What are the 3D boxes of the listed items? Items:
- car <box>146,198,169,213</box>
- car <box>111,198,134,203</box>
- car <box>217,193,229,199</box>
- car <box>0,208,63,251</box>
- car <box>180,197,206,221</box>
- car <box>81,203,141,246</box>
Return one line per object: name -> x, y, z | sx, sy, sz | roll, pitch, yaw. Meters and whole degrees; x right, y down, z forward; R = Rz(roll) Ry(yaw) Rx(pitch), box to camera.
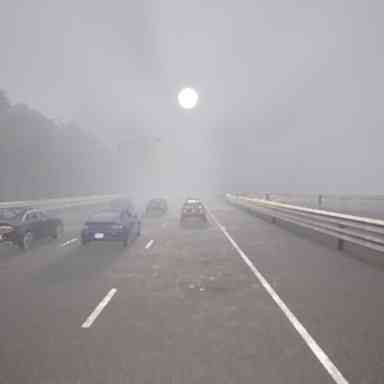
car -> -3.401, 1.293, 32.830 | 2.033, 1.411, 5.357 | 0, 0, 0
car -> -6.900, 1.293, 32.793 | 2.033, 1.411, 5.357 | 0, 0, 0
car -> 6.998, 0.900, 74.877 | 1.994, 1.385, 4.181 | 0, 0, -9
car -> -6.902, 1.395, 13.570 | 2.128, 1.511, 4.902 | 0, 0, 0
car -> 0.097, 1.358, 25.344 | 2.033, 1.411, 5.357 | 0, 0, 0
car -> -3.413, 1.423, 14.520 | 1.812, 1.442, 4.674 | 0, 0, 0
